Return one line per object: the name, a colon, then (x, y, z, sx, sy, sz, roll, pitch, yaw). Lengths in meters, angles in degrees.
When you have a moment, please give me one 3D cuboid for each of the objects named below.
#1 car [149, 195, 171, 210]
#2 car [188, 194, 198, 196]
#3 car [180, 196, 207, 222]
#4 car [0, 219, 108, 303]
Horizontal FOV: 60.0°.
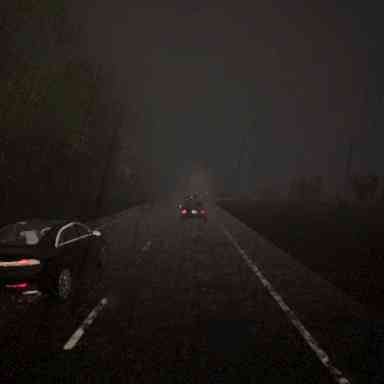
car: (-3.396, 1.093, 35.116, 1.837, 1.490, 4.892, 0, 1, 0)
car: (0.104, 1.003, 46.179, 2.033, 1.411, 5.357, 0, 1, 0)
car: (0.101, 1.273, 23.583, 2.033, 1.411, 5.357, 0, 1, 0)
car: (-3.399, 1.398, 7.949, 2.128, 1.511, 4.902, 0, 1, 0)
